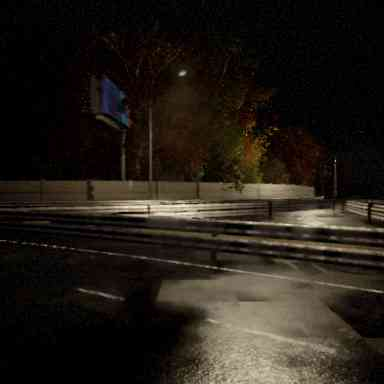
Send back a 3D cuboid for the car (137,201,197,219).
[{"bbox_3d":[-1.860,1.418,25.417,4.674,1.442,1.812,-1,0,-27],"label":"car"}]
